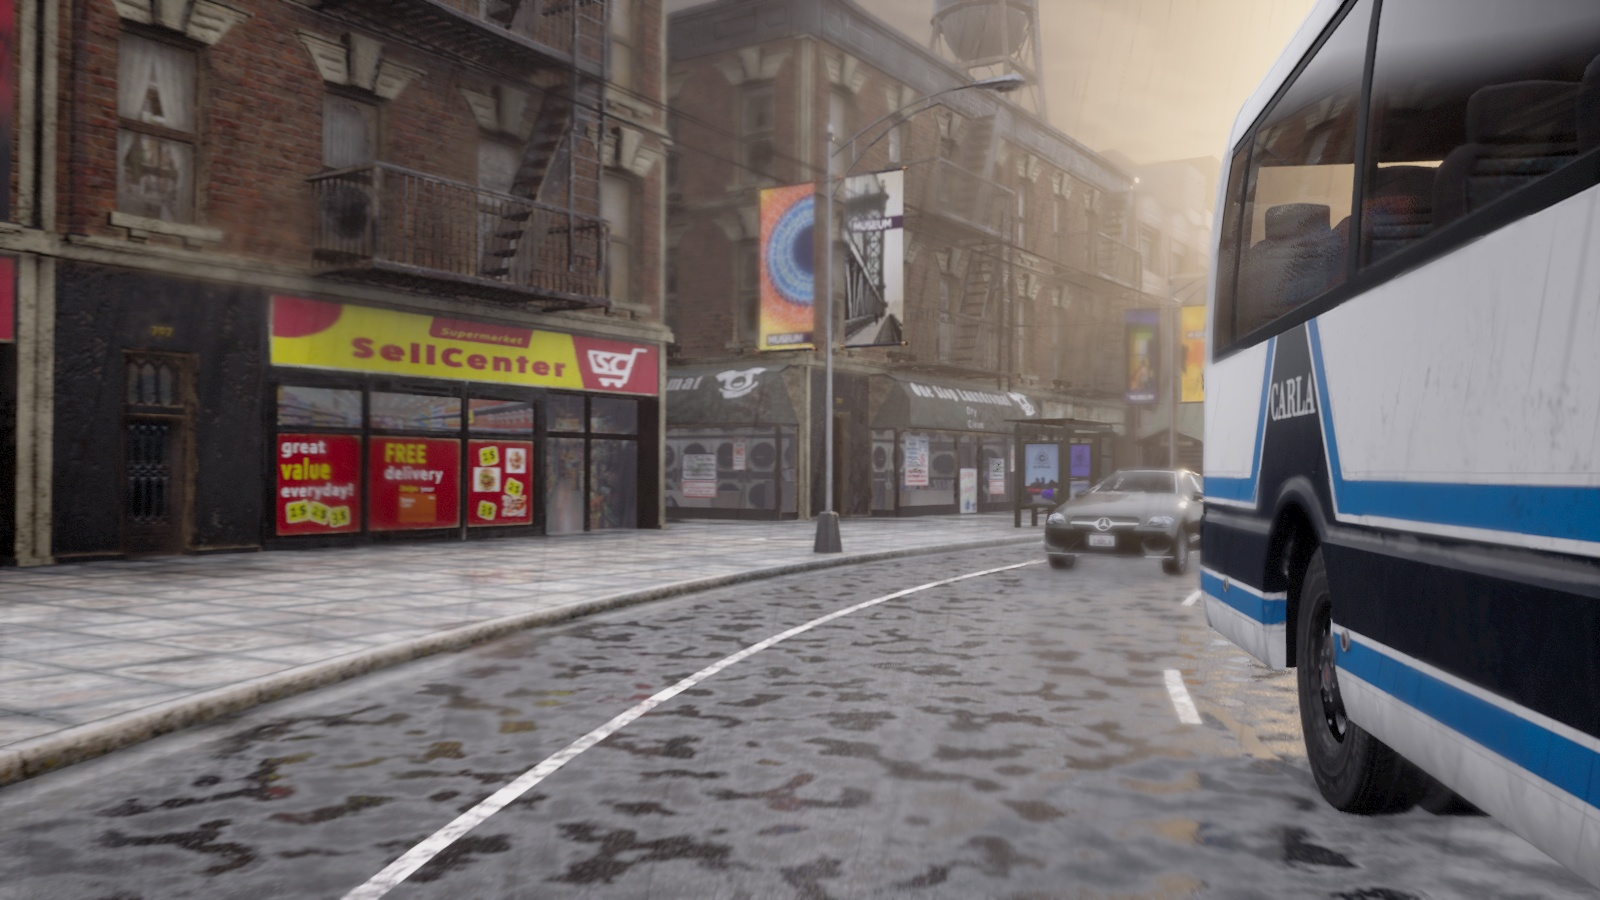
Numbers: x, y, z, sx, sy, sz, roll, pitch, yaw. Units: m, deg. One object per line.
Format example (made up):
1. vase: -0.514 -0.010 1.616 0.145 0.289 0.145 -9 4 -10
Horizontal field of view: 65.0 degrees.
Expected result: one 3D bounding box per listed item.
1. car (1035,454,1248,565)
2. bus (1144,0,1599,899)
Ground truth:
1. car: 5.942 0.933 21.372 2.152 1.651 5.027 -1 -1 32
2. bus: 3.540 -0.522 3.072 3.944 4.253 10.273 -1 -1 8
